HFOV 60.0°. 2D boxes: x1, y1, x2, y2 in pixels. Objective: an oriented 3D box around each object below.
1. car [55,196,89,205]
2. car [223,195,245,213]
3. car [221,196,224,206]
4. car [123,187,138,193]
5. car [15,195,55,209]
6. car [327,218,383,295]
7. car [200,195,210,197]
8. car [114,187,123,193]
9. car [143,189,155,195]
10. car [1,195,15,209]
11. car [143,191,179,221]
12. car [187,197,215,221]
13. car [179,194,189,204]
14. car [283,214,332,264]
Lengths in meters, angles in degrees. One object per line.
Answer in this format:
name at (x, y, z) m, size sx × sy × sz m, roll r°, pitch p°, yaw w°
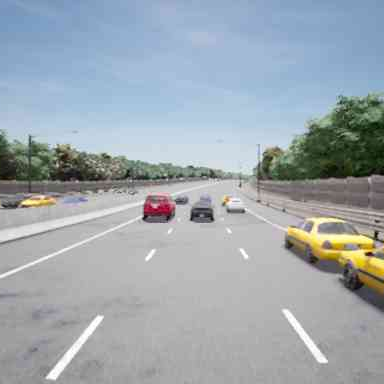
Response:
car at (-12.945, 1.223, 36.888) m, size 1.812 × 1.442 × 4.674 m, roll 1°, pitch 1°, yaw 3°
car at (4.695, 1.410, 36.269) m, size 1.812 × 1.442 × 4.674 m, roll 1°, pitch 1°, yaw 3°
car at (5.139, 1.159, 46.654) m, size 1.882 × 1.535 × 5.008 m, roll 1°, pitch 1°, yaw 4°
car at (-13.737, 0.048, 77.296) m, size 2.128 × 1.511 × 4.902 m, roll 1°, pitch 2°, yaw 5°
car at (-16.487, 1.159, 35.863) m, size 1.882 × 1.535 × 5.008 m, roll 1°, pitch 1°, yaw 3°
car at (4.637, 1.566, 6.443) m, size 1.801 × 1.575 × 5.366 m, roll 1°, pitch 0°, yaw 1°
car at (2.053, 1.100, 51.535) m, size 2.033 × 1.411 × 5.357 m, roll 1°, pitch 1°, yaw 4°
car at (-17.106, -0.376, 78.976) m, size 2.097 × 1.767 × 4.553 m, roll 1°, pitch 2°, yaw 5°
car at (-10.138, -0.054, 78.347) m, size 1.895 × 1.301 × 4.718 m, roll 1°, pitch 2°, yaw 5°
car at (-19.870, 1.107, 38.294) m, size 1.837 × 1.490 × 4.892 m, roll 1°, pitch 1°, yaw 3°
car at (-2.649, 1.185, 27.644) m, size 2.150 × 2.045 × 5.566 m, roll 1°, pitch 1°, yaw 2°
car at (0.858, 1.504, 27.673) m, size 1.837 × 1.490 × 4.892 m, roll 1°, pitch 1°, yaw 2°
car at (-1.500, 1.081, 50.756) m, size 2.033 × 1.411 × 5.357 m, roll 1°, pitch 1°, yaw 4°
car at (4.785, 1.590, 12.371) m, size 1.801 × 1.575 × 5.366 m, roll 1°, pitch 0°, yaw 2°
